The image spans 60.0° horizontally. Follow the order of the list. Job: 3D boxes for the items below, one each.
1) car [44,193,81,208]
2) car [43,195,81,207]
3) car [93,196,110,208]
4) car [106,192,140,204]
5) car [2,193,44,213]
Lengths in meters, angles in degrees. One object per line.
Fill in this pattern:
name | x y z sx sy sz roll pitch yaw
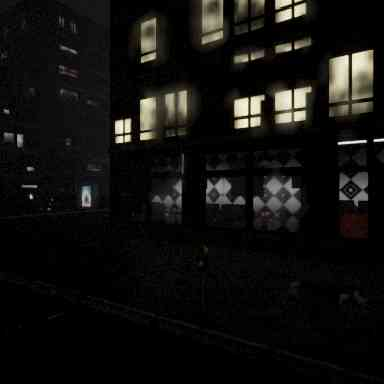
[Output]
car | -15.644 0.889 39.974 2.097 1.767 4.553 0 1 35
car | -16.712 1.081 42.945 1.802 1.307 4.206 1 2 35
car | -9.806 1.078 38.199 1.947 1.339 4.313 1 2 35
car | -9.902 0.854 48.184 1.837 1.490 4.892 0 1 35
car | -16.156 1.034 29.097 2.192 1.841 5.009 1 2 35
